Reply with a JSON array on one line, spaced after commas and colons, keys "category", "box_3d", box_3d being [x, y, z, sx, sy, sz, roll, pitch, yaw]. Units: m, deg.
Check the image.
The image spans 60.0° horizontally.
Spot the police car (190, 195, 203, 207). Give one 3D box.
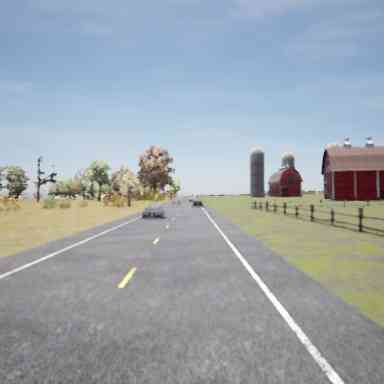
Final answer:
[{"category": "police car", "box_3d": [1.055, 1.947, 61.414, 1.930, 1.638, 5.238, 0, 0, 0]}]

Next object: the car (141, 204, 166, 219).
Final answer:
[{"category": "car", "box_3d": [-3.586, 1.843, 31.788, 1.994, 1.385, 4.181, 0, 0, 0]}]

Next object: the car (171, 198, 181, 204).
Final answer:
[{"category": "car", "box_3d": [-3.494, 1.982, 73.400, 1.812, 1.442, 4.674, 0, 0, 0]}]

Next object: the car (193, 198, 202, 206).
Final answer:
[{"category": "car", "box_3d": [1.055, 2.077, 71.304, 1.882, 1.535, 5.008, 0, 0, 0]}]
